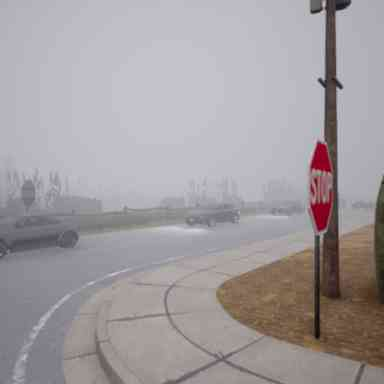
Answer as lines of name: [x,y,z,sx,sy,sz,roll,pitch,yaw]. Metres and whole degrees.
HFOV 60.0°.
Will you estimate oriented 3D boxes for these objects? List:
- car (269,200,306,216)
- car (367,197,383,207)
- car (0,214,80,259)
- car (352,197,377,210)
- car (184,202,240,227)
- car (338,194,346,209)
car: [9.403,1.512,32.512,2.033,1.411,5.357,0,0,38]
car: [27.877,1.490,50.141,1.812,1.442,4.674,0,0,38]
car: [-6.350,1.529,12.325,1.994,1.385,4.181,0,0,36]
car: [21.562,1.490,42.058,1.812,1.442,4.674,0,0,38]
car: [1.477,1.468,22.392,1.837,1.490,4.892,0,0,38]
car: [19.082,1.292,44.728,2.150,2.045,5.566,0,0,38]
